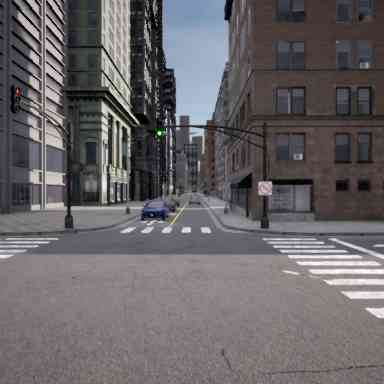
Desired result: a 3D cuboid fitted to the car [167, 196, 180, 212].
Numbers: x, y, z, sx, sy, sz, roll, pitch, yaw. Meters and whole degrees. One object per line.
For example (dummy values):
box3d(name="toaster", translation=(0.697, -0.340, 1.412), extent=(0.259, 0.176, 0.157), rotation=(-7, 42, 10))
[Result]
box3d(name="car", translation=(-2.850, 1.311, 37.259), extent=(2.097, 1.767, 4.553), rotation=(0, 0, 1))

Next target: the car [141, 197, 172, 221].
box3d(name="car", translation=(-2.965, 1.448, 27.392), extent=(1.882, 1.535, 5.008), rotation=(0, 0, 1))

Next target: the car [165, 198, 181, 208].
box3d(name="car", translation=(-2.718, 1.547, 48.543), extent=(1.895, 1.301, 4.718), rotation=(0, 0, 1))

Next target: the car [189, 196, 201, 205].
box3d(name="car", translation=(0.477, 1.501, 57.844), extent=(1.994, 1.385, 4.181), rotation=(0, 0, 1))

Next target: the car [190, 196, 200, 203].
box3d(name="car", translation=(0.591, 1.469, 67.846), extent=(2.033, 1.411, 5.357), rotation=(0, 0, 1))
